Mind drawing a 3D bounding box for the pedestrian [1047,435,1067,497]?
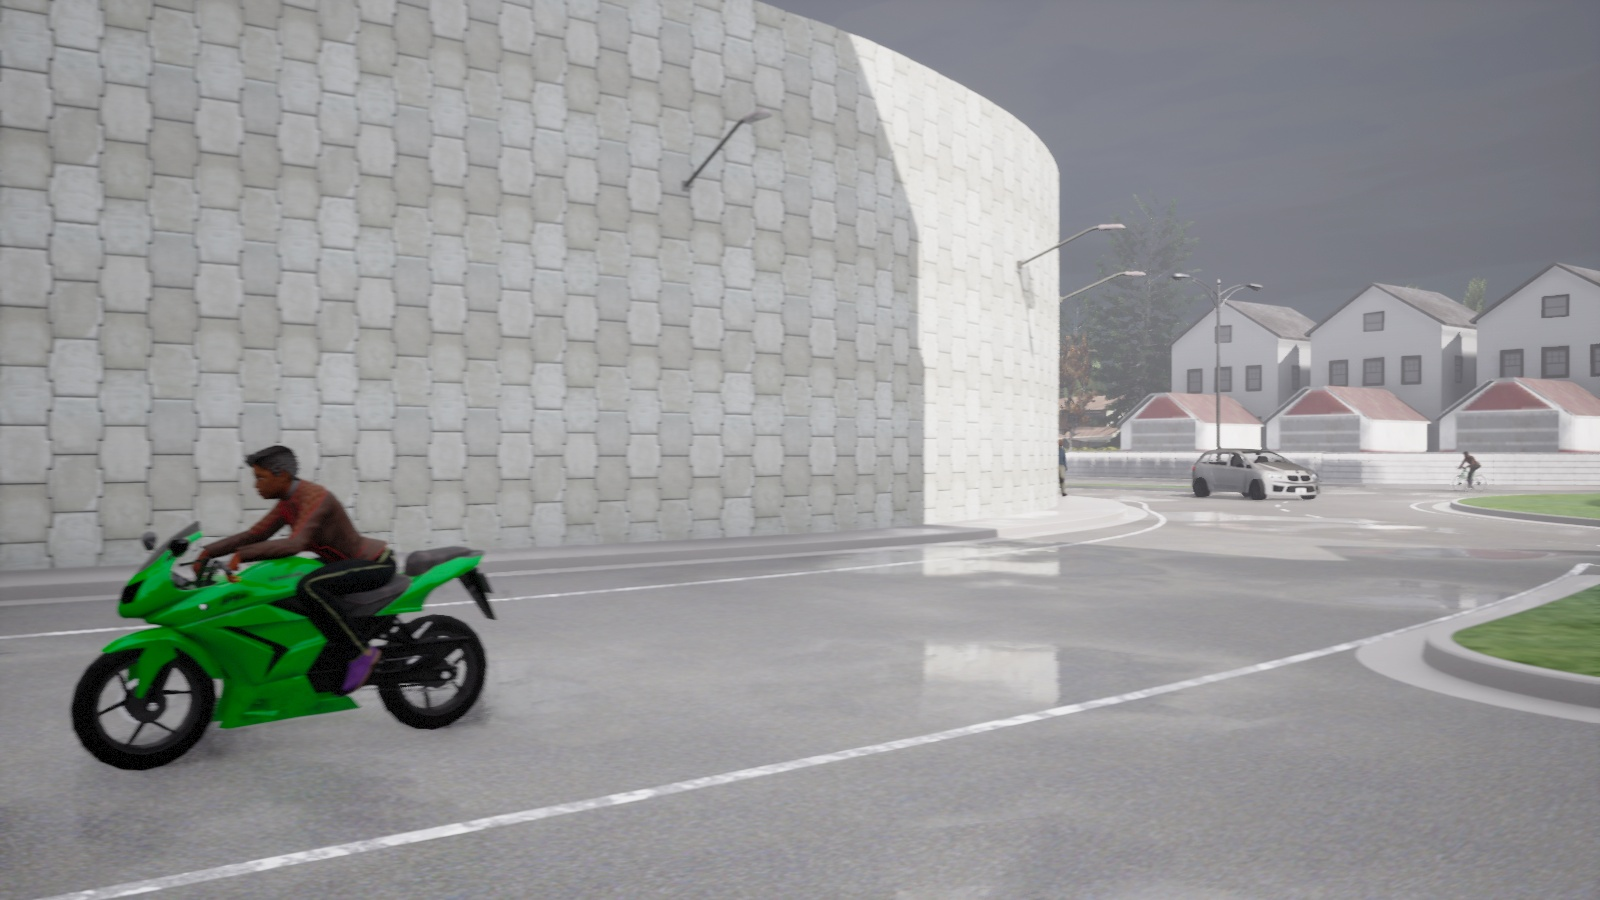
[{"bbox_3d":[7.679,0.464,37.492,0.370,1.835,0.726,0,0,-7],"label":"pedestrian"}]

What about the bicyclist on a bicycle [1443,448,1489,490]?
[{"bbox_3d":[26.199,0.752,49.418,1.656,1.620,0.582,0,1,-17],"label":"bicyclist on a bicycle"}]

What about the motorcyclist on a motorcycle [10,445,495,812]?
[{"bbox_3d":[-2.625,0.745,6.168,2.044,1.523,0.797,0,0,-39],"label":"motorcyclist on a motorcycle"}]

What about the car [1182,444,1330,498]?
[{"bbox_3d":[14.921,0.648,41.363,2.242,1.667,4.611,0,0,-18],"label":"car"}]
